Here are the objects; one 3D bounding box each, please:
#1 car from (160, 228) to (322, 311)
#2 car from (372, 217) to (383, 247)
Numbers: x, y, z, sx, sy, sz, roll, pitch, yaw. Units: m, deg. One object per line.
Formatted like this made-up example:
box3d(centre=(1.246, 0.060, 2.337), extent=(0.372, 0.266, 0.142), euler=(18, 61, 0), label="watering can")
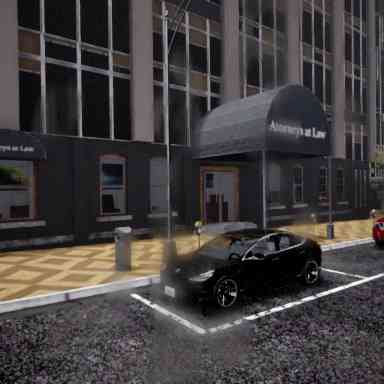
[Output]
box3d(centre=(1.309, 1.564, 7.792), extent=(4.313, 1.339, 1.947), euler=(0, -1, -37), label="car")
box3d(centre=(9.590, 1.310, 13.988), extent=(5.009, 1.841, 2.192), euler=(0, -1, -37), label="car")
